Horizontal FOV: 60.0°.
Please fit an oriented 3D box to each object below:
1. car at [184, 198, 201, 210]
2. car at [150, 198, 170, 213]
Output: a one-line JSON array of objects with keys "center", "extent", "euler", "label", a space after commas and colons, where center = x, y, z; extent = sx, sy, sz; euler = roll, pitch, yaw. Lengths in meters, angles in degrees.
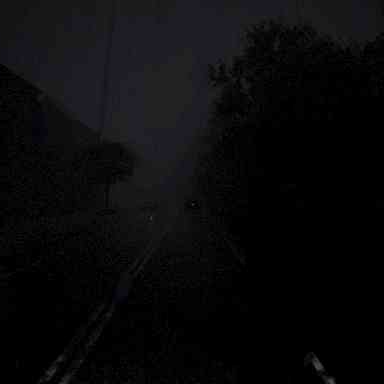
[{"center": [0.085, 1.437, 40.939], "extent": [1.994, 1.385, 4.181], "euler": [0, 0, 0], "label": "car"}, {"center": [-3.358, 1.411, 35.820], "extent": [1.812, 1.442, 4.674], "euler": [0, 0, 0], "label": "car"}]
